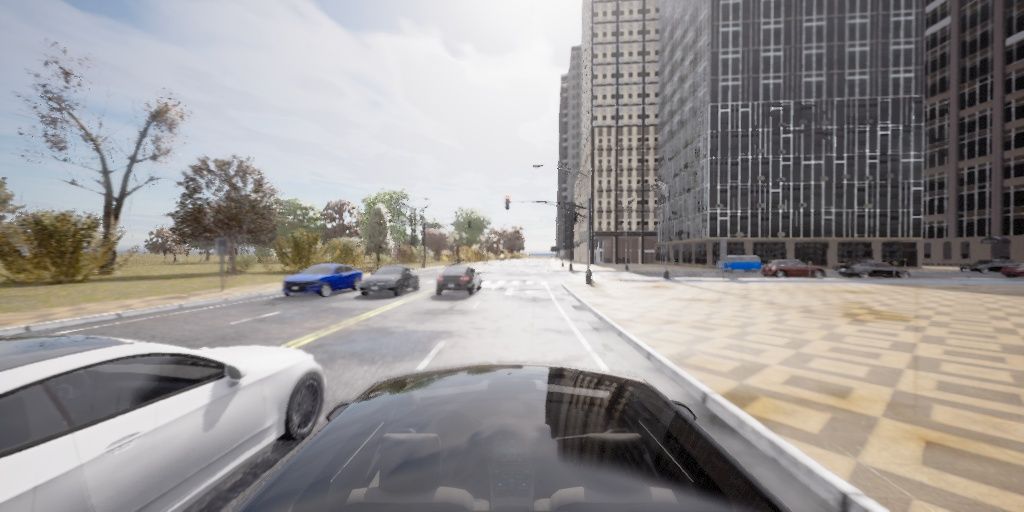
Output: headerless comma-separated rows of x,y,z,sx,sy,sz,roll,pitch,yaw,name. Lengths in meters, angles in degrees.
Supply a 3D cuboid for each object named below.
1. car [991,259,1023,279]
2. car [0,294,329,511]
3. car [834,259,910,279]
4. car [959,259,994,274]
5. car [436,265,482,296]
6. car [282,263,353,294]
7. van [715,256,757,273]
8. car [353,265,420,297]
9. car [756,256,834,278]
39.283,1.080,26.637,4.207,1.307,1.802,0,0,6,car
-3.128,1.261,2.370,1.812,1.442,4.674,0,0,0,car
27.970,1.106,27.840,4.313,1.339,1.948,0,0,6,car
45.889,0.988,34.329,4.313,1.339,1.948,0,0,6,car
-2.718,1.212,18.890,1.812,1.442,4.674,0,0,3,car
-9.406,1.138,18.241,1.882,1.535,5.008,0,0,3,car
23.292,0.845,36.986,3.998,1.789,1.690,0,0,6,van
-6.132,1.201,18.625,1.812,1.442,4.674,0,0,3,car
22.311,1.001,28.418,4.097,1.591,1.967,0,0,6,car
